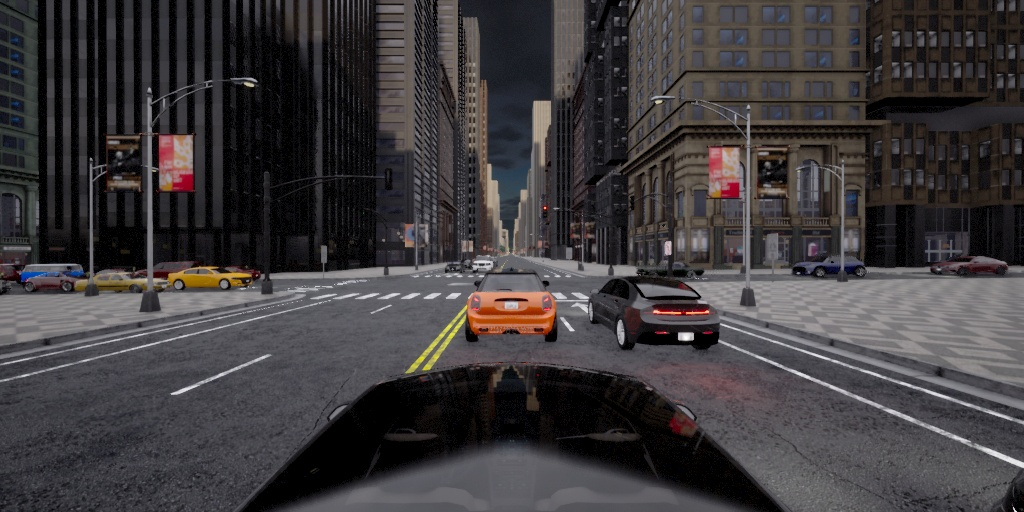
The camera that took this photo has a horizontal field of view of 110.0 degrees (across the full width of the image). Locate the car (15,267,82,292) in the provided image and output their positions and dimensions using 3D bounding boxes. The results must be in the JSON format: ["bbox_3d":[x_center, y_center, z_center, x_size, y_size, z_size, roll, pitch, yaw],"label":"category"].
[{"bbox_3d":[-30.780,1.711,24.819,4.181,1.385,1.994,-1,0,1],"label":"car"}]

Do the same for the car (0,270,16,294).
[{"bbox_3d":[-33.822,1.751,22.145,4.403,1.370,2.007,0,0,0],"label":"car"}]

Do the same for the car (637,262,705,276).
[{"bbox_3d":[12.247,1.152,28.040,4.718,1.301,1.895,-1,0,0],"label":"car"}]

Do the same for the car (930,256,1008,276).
[{"bbox_3d":[35.736,0.762,28.052,4.674,1.442,1.812,-1,0,0],"label":"car"}]

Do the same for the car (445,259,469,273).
[{"bbox_3d":[-6.697,1.295,42.515,1.994,1.385,4.181,0,0,0],"label":"car"}]

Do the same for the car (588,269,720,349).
[{"bbox_3d":[3.235,1.254,9.102,1.837,1.490,4.892,0,0,0],"label":"car"}]

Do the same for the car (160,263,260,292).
[{"bbox_3d":[-20.782,1.489,24.806,5.008,1.535,1.882,-1,0,0],"label":"car"}]

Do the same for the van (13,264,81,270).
[{"bbox_3d":[-39.303,1.578,30.689,3.998,1.789,1.690,0,0,0],"label":"van"}]

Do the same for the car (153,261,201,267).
[{"bbox_3d":[-29.128,1.414,30.680,5.009,1.841,2.192,0,0,0],"label":"car"}]

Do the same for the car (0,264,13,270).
[{"bbox_3d":[-44.390,1.621,30.694,5.009,1.841,2.192,0,0,0],"label":"car"}]

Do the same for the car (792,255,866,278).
[{"bbox_3d":[24.652,0.736,28.051,4.553,1.767,2.097,-1,0,0],"label":"car"}]

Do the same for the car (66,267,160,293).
[{"bbox_3d":[-23.880,1.593,22.147,4.829,1.417,1.751,0,0,0],"label":"car"}]

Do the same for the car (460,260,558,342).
[{"bbox_3d":[-0.007,1.101,9.963,2.097,1.767,4.553,0,0,0],"label":"car"}]

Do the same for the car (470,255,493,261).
[{"bbox_3d":[-3.449,0.952,43.358,2.150,2.045,5.566,0,0,0],"label":"car"}]
